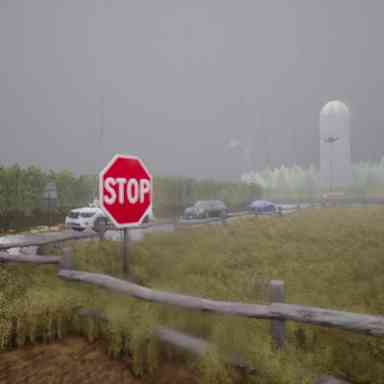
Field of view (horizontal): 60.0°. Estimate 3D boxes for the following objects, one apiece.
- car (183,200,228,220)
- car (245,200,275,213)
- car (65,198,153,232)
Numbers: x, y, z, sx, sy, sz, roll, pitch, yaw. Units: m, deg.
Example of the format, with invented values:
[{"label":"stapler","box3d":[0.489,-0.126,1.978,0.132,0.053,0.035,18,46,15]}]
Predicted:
[{"label":"car","box3d":[1.203,1.472,28.180,2.097,1.767,4.553,-1,-1,36]},{"label":"car","box3d":[7.612,1.655,37.032,1.882,1.535,5.008,-1,0,36]},{"label":"car","box3d":[-4.731,1.259,19.946,2.150,2.045,5.566,-1,-1,36]}]
